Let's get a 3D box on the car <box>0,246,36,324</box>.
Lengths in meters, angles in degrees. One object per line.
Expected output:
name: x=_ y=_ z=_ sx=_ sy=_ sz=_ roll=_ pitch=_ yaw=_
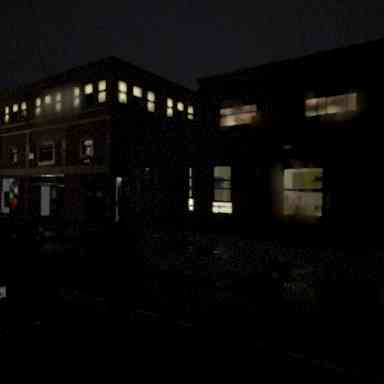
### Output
car: x=-4.608 y=1.552 z=6.147 sx=4.313 sy=1.339 sz=1.947 roll=0 pitch=1 yaw=35
